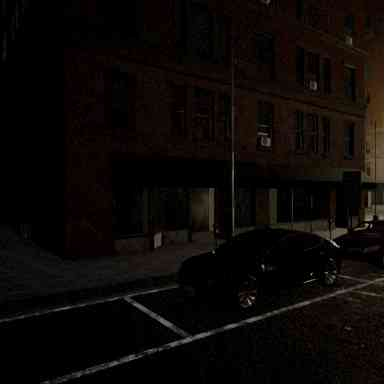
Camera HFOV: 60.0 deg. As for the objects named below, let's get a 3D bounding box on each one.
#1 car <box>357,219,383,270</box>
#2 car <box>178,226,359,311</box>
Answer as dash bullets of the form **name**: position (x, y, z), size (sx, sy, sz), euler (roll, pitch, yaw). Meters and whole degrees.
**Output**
- **car**: position (6.217, 1.582, 10.938), size (4.206, 1.307, 1.802), euler (0, 0, -35)
- **car**: position (1.731, 1.566, 7.754), size (4.313, 1.339, 1.947), euler (0, 0, -35)
